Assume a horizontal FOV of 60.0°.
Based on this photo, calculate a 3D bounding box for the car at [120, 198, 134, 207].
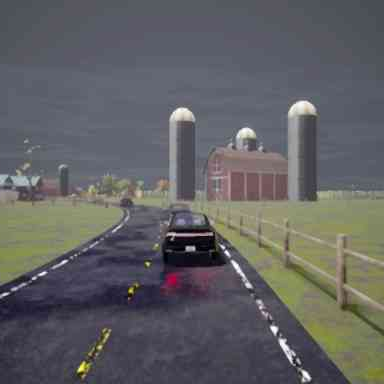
[{"bbox_3d":[-11.205,1.711,56.863,1.882,1.535,5.008,0,0,-19],"label":"car"}]

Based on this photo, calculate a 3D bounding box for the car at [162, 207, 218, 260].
[{"bbox_3d":[-0.101,1.526,12.585,2.128,1.511,4.902,0,0,-1],"label":"car"}]

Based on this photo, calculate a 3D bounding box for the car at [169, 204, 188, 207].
[{"bbox_3d":[-1.059,1.623,25.552,2.033,1.411,5.357,0,0,-7],"label":"car"}]
